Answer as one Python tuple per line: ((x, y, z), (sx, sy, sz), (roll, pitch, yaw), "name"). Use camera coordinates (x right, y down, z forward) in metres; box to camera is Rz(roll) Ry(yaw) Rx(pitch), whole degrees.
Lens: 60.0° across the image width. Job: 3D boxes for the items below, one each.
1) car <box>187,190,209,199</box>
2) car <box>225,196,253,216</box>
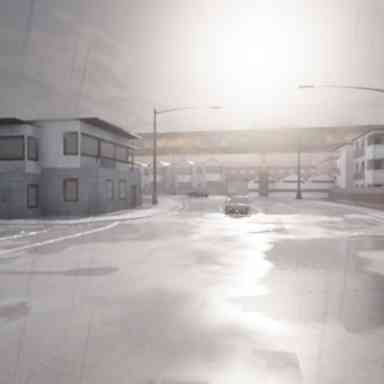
((0.975, 0.367, 53.163), (1.895, 1.301, 4.718), (0, 1, -23), "car")
((3.796, 1.105, 26.803), (1.837, 1.490, 4.892), (2, 2, 12), "car")
